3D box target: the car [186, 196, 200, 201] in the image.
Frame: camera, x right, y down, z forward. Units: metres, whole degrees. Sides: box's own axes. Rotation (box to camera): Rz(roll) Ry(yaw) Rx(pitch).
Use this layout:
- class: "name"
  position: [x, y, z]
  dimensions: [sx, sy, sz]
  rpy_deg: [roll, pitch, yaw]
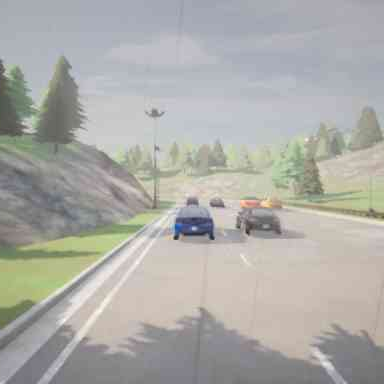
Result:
- class: "car"
  position: [0.092, 1.446, 51.790]
  dimensions: [1.837, 1.490, 4.892]
  rpy_deg: [0, 0, 0]

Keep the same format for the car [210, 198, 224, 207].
- class: "car"
  position: [3.594, 1.509, 48.963]
  dimensions: [1.994, 1.385, 4.181]
  rpy_deg: [0, 0, 0]

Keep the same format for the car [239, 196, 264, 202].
- class: "car"
  position: [7.094, 1.307, 41.288]
  dimensions: [2.097, 1.767, 4.553]
  rpy_deg: [0, 0, 0]

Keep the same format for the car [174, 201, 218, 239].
- class: "car"
  position: [0.098, 1.458, 17.095]
  dimensions: [1.882, 1.535, 5.008]
  rpy_deg: [0, 0, 0]

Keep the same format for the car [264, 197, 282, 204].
- class: "car"
  position: [10.595, 1.429, 44.486]
  dimensions: [1.882, 1.535, 5.008]
  rpy_deg: [0, 0, 0]

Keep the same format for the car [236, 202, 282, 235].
- class: "car"
  position: [3.598, 1.505, 18.413]
  dimensions: [1.812, 1.442, 4.674]
  rpy_deg: [0, 0, 0]
